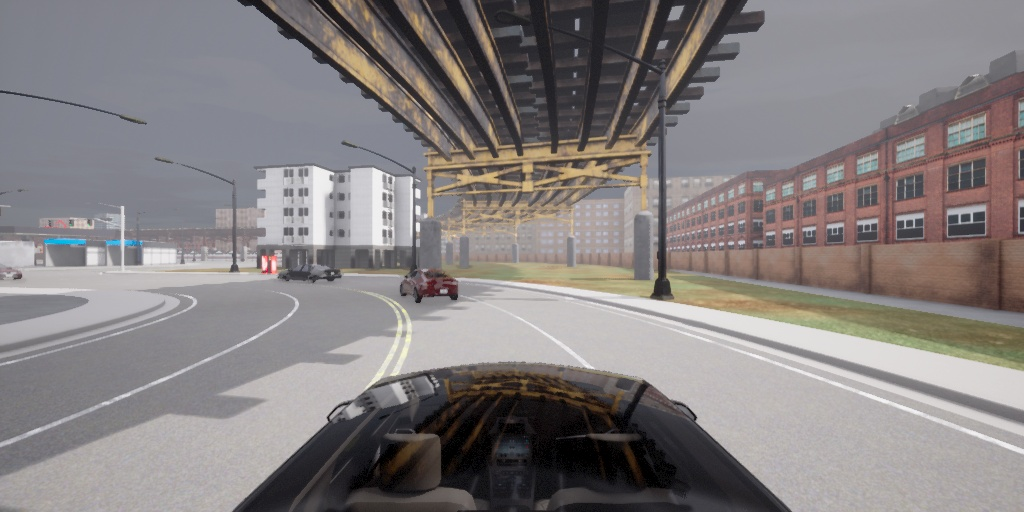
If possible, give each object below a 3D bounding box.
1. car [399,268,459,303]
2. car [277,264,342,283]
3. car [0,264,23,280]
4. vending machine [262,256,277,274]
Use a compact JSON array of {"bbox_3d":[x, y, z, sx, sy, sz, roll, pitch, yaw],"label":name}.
[{"bbox_3d":[-3.912,1.283,16.719,1.812,1.442,4.674,0,0,-29],"label":"car"},{"bbox_3d":[-15.530,1.313,27.495,5.357,1.411,2.033,0,0,24],"label":"car"},{"bbox_3d":[-42.972,1.309,29.422,4.674,1.442,1.812,0,0,10],"label":"car"},{"bbox_3d":[-25.379,0.944,37.483,0.880,2.100,1.100,0,0,10],"label":"vending machine"}]
